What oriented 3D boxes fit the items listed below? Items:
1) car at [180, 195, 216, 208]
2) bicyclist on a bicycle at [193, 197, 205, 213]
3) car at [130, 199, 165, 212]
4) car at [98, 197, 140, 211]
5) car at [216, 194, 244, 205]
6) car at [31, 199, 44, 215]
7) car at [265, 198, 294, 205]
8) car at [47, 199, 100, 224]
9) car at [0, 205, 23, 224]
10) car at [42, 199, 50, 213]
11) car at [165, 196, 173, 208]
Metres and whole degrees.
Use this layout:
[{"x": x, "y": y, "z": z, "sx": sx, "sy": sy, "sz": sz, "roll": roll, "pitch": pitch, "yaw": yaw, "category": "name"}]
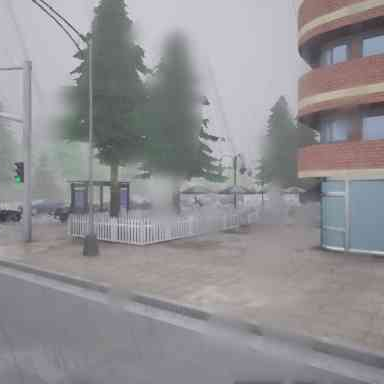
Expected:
[{"x": 0.816, "y": 1.508, "z": 46.492, "sx": 4.181, "sy": 1.385, "sz": 1.994, "roll": 0, "pitch": 0, "yaw": -43, "category": "car"}, {"x": 0.424, "y": 1.245, "z": 27.312, "sx": 1.656, "sy": 1.620, "sz": 0.582, "roll": 0, "pitch": 0, "yaw": 36, "category": "bicyclist on a bicycle"}, {"x": -5.796, "y": 1.545, "z": 38.933, "sx": 1.895, "sy": 1.301, "sz": 4.718, "roll": 0, "pitch": 0, "yaw": 37, "category": "car"}, {"x": -8.844, "y": 1.422, "z": 40.638, "sx": 1.882, "sy": 1.535, "sz": 5.008, "roll": 0, "pitch": 0, "yaw": 38, "category": "car"}, {"x": 6.043, "y": 1.166, "z": 54.938, "sx": 5.566, "sy": 2.045, "sz": 2.150, "roll": 0, "pitch": 0, "yaw": -31, "category": "car"}, {"x": -14.562, "y": 1.422, "z": 32.967, "sx": 1.882, "sy": 1.535, "sz": 5.008, "roll": 0, "pitch": 0, "yaw": 36, "category": "car"}, {"x": 13.351, "y": 1.545, "z": 50.751, "sx": 4.718, "sy": 1.301, "sz": 1.895, "roll": 0, "pitch": 0, "yaw": -26, "category": "car"}, {"x": -7.616, "y": 1.449, "z": 24.357, "sx": 1.837, "sy": 1.490, "sz": 4.892, "roll": 0, "pitch": 0, "yaw": 36, "category": "car"}, {"x": -13.755, "y": 1.545, "z": 21.837, "sx": 1.895, "sy": 1.301, "sz": 4.718, "roll": 0, "pitch": 0, "yaw": 36, "category": "car"}, {"x": -11.265, "y": 1.545, "z": 31.573, "sx": 1.895, "sy": 1.301, "sz": 4.718, "roll": 0, "pitch": 0, "yaw": 36, "category": "car"}, {"x": -2.251, "y": 1.296, "z": 48.340, "sx": 4.553, "sy": 1.767, "sz": 2.097, "roll": 0, "pitch": 0, "yaw": -43, "category": "car"}]
